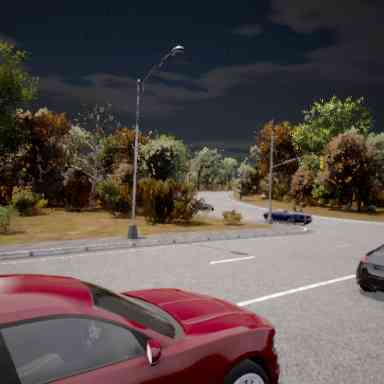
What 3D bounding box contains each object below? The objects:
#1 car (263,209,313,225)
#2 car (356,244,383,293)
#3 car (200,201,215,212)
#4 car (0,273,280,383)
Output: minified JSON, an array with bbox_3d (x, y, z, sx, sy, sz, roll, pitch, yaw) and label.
[{"bbox_3d":[8.622,2.235,30.141,1.895,1.301,4.718,3,-2,-26],"label":"car"},{"bbox_3d":[5.778,1.663,7.922,4.181,1.385,1.994,1,-1,-35],"label":"car"},{"bbox_3d":[1.592,1.992,47.662,2.033,1.411,5.357,3,1,-17],"label":"car"},{"bbox_3d":[-1.371,1.479,2.768,5.008,1.535,1.882,0,0,-36],"label":"car"}]
